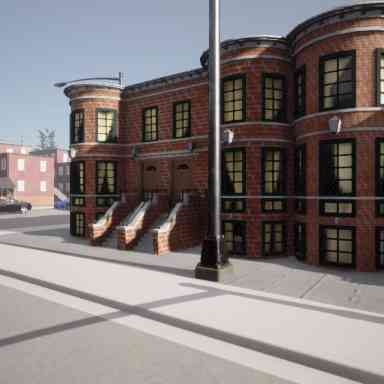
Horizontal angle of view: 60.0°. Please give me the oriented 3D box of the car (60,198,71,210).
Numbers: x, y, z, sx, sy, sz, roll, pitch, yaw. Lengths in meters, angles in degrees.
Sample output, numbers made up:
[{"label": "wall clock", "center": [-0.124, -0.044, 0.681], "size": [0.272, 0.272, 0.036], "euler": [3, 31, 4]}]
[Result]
[{"label": "car", "center": [-13.327, 1.599, 41.167], "size": [1.895, 1.301, 4.718], "euler": [0, 0, 36]}]

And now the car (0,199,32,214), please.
[{"label": "car", "center": [-18.767, 1.491, 33.567], "size": [2.128, 1.511, 4.902], "euler": [0, 0, 36]}]

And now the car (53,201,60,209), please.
[{"label": "car", "center": [-15.729, 1.478, 43.828], "size": [1.882, 1.535, 5.008], "euler": [0, 0, 35]}]
